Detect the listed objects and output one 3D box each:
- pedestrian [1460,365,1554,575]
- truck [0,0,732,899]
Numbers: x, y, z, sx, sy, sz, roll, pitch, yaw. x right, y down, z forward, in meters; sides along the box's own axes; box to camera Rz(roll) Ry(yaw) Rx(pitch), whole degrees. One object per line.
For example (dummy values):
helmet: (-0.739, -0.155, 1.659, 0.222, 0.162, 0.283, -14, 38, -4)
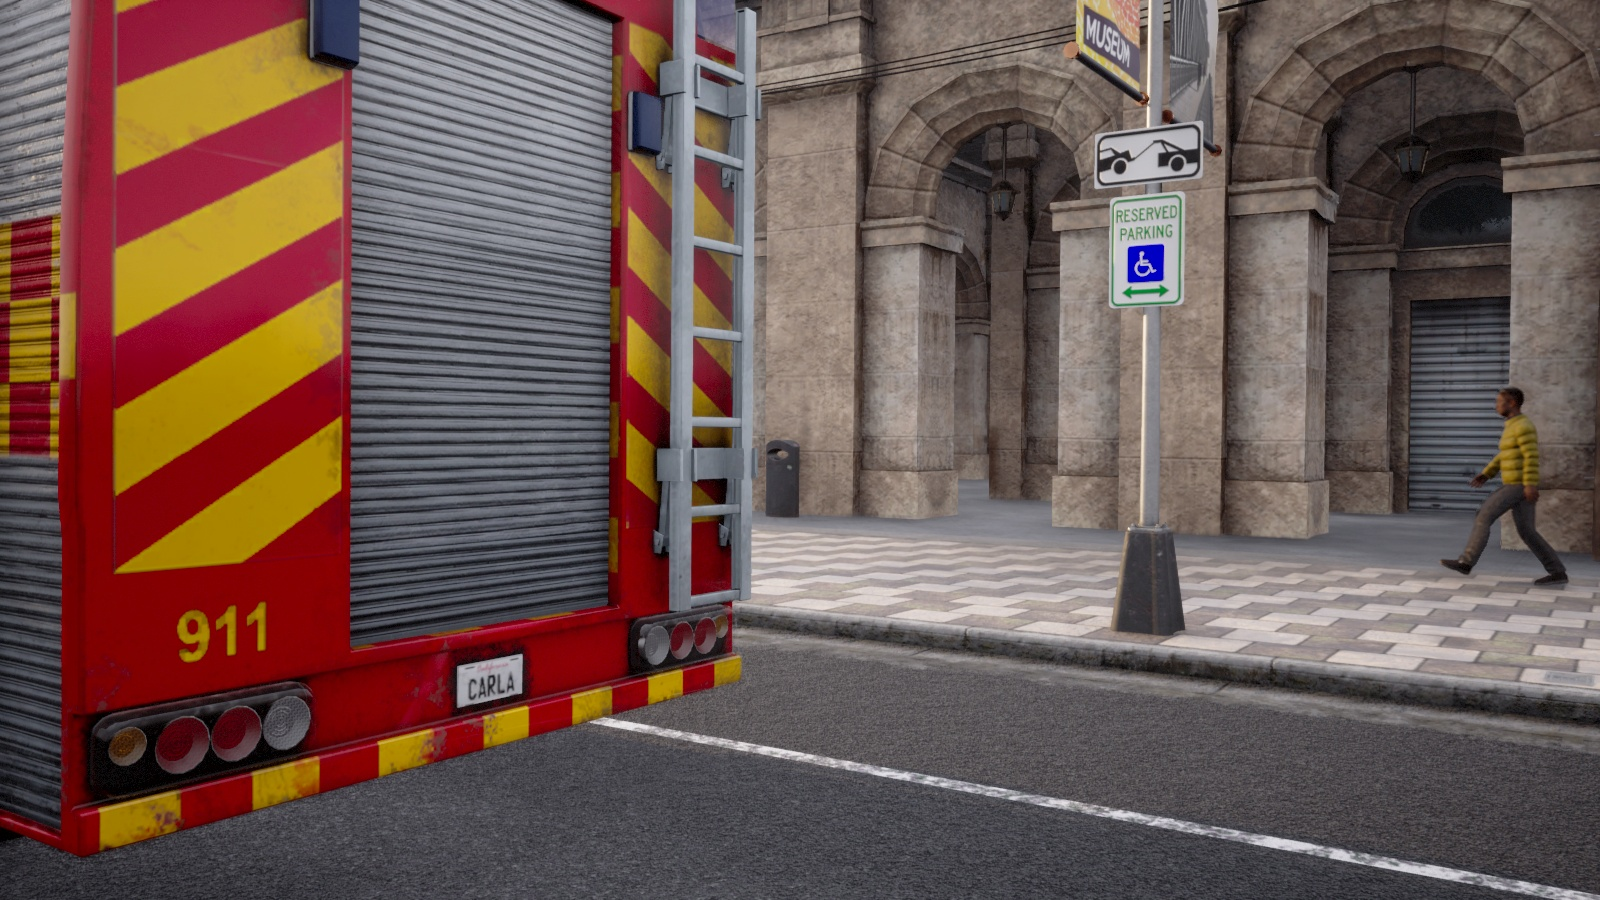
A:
pedestrian: (6.413, 0.174, 11.394, 0.709, 1.840, 0.431, 0, 1, 33)
truck: (-4.646, -0.483, 6.693, 8.468, 3.827, 2.891, 0, 1, 34)
